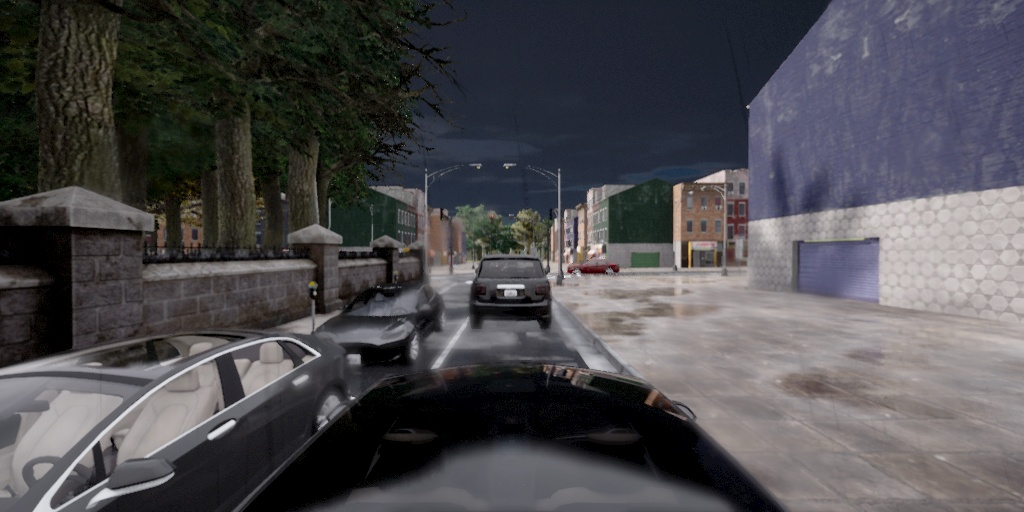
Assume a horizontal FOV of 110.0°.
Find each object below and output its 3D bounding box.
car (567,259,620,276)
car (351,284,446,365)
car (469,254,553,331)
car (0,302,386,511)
[{"bbox_3d":[7.888,1.103,34.898,5.008,1.535,1.882,-1,1,5],"label":"car"},{"bbox_3d":[-2.633,1.316,8.039,1.948,1.339,4.313,0,0,0],"label":"car"},{"bbox_3d":[-0.011,0.973,11.147,2.150,2.045,5.566,0,0,0],"label":"car"},{"bbox_3d":[-2.641,1.300,2.351,2.007,1.370,4.403,0,0,0],"label":"car"}]
